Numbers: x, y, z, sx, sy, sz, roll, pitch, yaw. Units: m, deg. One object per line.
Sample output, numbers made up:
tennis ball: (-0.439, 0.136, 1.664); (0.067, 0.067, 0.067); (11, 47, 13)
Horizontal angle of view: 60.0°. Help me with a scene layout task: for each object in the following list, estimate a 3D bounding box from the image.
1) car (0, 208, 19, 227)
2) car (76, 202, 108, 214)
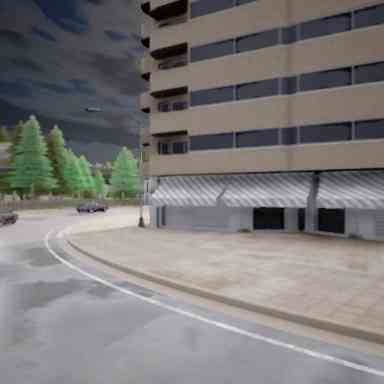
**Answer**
car: (-14.567, 1.839, 24.755); (1.994, 1.385, 4.181); (0, -1, -8)
car: (-12.586, 1.982, 42.296); (2.128, 1.511, 4.902); (0, -1, 21)
